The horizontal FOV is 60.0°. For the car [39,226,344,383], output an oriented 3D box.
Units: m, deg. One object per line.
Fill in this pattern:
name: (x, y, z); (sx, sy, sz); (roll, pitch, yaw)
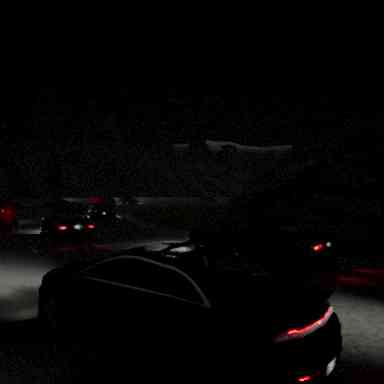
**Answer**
car: (-0.452, 1.516, 4.889); (4.902, 1.511, 2.128); (0, 0, 40)

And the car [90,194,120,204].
car: (-16.486, 1.466, 61.638); (2.150, 2.045, 5.566); (0, 0, 24)

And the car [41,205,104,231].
car: (-6.403, 1.609, 16.903); (2.033, 1.411, 5.357); (0, 0, -32)

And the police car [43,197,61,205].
police car: (-20.179, 1.598, 50.035); (1.930, 1.638, 5.238); (0, 0, 11)

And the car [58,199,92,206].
car: (-12.694, 1.734, 36.516); (1.895, 1.301, 4.718); (0, 0, -5)

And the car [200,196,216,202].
car: (3.999, 1.789, 83.711); (4.181, 1.385, 1.994); (0, 0, -28)

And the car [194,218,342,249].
car: (2.264, 1.614, 11.616); (5.357, 1.411, 2.033); (0, 0, 44)

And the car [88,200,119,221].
car: (-7.659, 1.677, 28.633); (1.994, 1.385, 4.181); (0, 0, -17)

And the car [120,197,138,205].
car: (-13.015, 1.791, 68.096); (1.837, 1.490, 4.892); (0, 0, 32)

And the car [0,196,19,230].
car: (-12.481, 1.282, 21.202); (2.150, 2.045, 5.566); (0, 0, -24)
